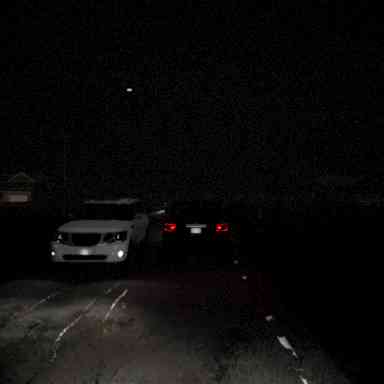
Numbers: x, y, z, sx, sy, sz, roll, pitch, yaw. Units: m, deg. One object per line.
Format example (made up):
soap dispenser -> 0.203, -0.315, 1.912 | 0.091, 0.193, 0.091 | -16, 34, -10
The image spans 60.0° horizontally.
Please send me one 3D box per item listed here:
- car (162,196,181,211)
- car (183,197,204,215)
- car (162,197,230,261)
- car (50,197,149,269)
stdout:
car -> -2.633, 1.469, 43.587 | 2.097, 1.767, 4.553 | 0, 0, 0
car -> 0.186, 1.436, 35.057 | 2.097, 1.767, 4.553 | 0, 0, 0
car -> 0.129, 1.237, 12.494 | 2.150, 2.045, 5.566 | 0, 0, 0
car -> -2.820, 1.230, 11.516 | 2.150, 2.045, 5.566 | 0, 0, 0
